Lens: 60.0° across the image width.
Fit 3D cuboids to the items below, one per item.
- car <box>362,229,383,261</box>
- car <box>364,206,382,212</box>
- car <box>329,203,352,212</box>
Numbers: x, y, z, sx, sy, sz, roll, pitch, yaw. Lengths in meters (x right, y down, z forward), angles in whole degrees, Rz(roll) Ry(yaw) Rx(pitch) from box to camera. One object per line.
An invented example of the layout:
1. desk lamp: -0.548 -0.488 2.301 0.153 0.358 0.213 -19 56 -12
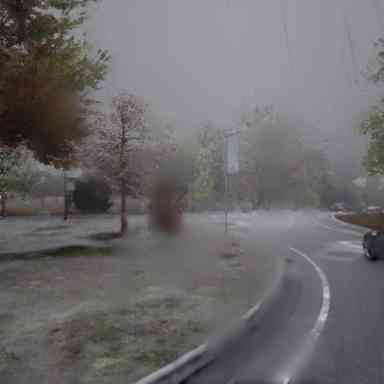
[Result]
1. car: 6.308 1.496 9.046 2.033 1.411 5.357 -1 0 12
2. car: 32.736 3.275 60.057 1.882 1.535 5.008 -1 -4 45
3. car: 22.104 2.263 49.436 4.181 1.385 1.994 5 -4 -45
